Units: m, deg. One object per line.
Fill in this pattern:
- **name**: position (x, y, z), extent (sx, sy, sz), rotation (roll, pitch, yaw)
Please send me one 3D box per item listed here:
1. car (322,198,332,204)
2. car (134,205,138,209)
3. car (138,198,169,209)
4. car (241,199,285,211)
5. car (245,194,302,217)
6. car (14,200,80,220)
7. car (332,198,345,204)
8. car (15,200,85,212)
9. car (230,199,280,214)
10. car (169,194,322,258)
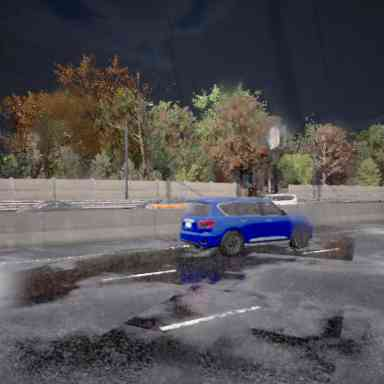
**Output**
- **car**: position (9.848, 1.501, 29.819), extent (4.902, 1.511, 2.128), rotation (0, 0, -30)
- **car**: position (-3.570, 1.507, 34.152), extent (4.892, 1.490, 1.837), rotation (0, 0, -31)
- **car**: position (-2.209, 1.355, 30.894), extent (4.553, 1.767, 2.097), rotation (0, 0, -30)
- **car**: position (8.893, 1.559, 41.416), extent (5.357, 1.411, 2.033), rotation (0, 0, -30)
- **car**: position (8.100, 1.231, 32.850), extent (5.566, 2.045, 2.150), rotation (0, 0, -30)
- **car**: position (-12.566, 1.475, 28.913), extent (5.008, 1.535, 1.882), rotation (0, 0, -30)
- **car**: position (17.404, 1.511, 42.320), extent (4.902, 1.511, 2.128), rotation (0, 0, -30)
- **car**: position (-10.913, 1.489, 25.824), extent (4.902, 1.511, 2.128), rotation (0, 0, -30)
- **car**: position (6.916, 1.557, 36.213), extent (5.357, 1.411, 2.033), rotation (0, 0, -30)
- **car**: position (2.184, 1.226, 12.969), extent (5.566, 2.045, 2.150), rotation (0, 0, -30)
